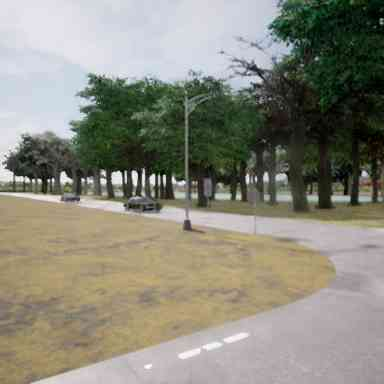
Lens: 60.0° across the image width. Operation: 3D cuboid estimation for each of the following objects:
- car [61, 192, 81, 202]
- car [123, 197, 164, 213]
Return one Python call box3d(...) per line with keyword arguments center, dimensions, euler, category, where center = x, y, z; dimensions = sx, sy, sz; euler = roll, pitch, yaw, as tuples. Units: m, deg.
box3d(center=(-17.777, 0.767, 48.646), dimensions=(1.994, 1.385, 4.181), euler=(-1, 2, -36), category="car")
box3d(center=(-4.480, 1.146, 30.073), dimensions=(1.895, 1.301, 4.718), euler=(-1, 2, -36), category="car")
